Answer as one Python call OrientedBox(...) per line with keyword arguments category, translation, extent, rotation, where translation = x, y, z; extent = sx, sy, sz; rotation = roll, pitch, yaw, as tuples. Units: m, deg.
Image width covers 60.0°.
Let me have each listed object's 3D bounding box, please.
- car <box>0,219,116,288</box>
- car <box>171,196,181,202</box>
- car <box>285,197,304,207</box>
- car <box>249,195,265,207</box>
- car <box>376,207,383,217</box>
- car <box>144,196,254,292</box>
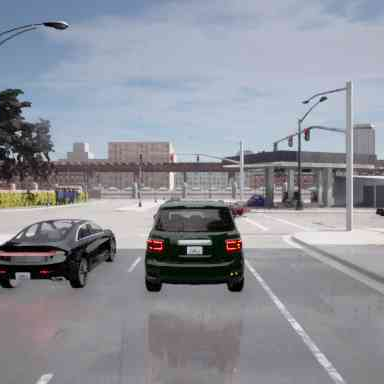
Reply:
OrientedBox(category="car", translation=(-3.436, 1.492, 9.194), extent=(2.128, 1.511, 4.902), rotation=(0, 0, 0))
OrientedBox(category="car", translation=(-3.630, 1.552, 74.542), extent=(1.994, 1.385, 4.181), rotation=(0, 0, 0))
OrientedBox(category="car", translation=(15.368, 1.456, 50.073), extent=(1.970, 1.475, 3.806), rotation=(0, 0, 0))
OrientedBox(category="car", translation=(9.624, 1.295, 49.301), extent=(2.242, 1.667, 4.611), rotation=(0, 0, 0))
OrientedBox(category="car", translation=(18.579, 1.564, 29.286), extent=(4.181, 1.385, 1.994), rotation=(0, 0, -1))
OrientedBox(category="car", translation=(0.069, 1.221, 9.112), extent=(2.150, 2.045, 5.566), rotation=(0, 0, 0))
